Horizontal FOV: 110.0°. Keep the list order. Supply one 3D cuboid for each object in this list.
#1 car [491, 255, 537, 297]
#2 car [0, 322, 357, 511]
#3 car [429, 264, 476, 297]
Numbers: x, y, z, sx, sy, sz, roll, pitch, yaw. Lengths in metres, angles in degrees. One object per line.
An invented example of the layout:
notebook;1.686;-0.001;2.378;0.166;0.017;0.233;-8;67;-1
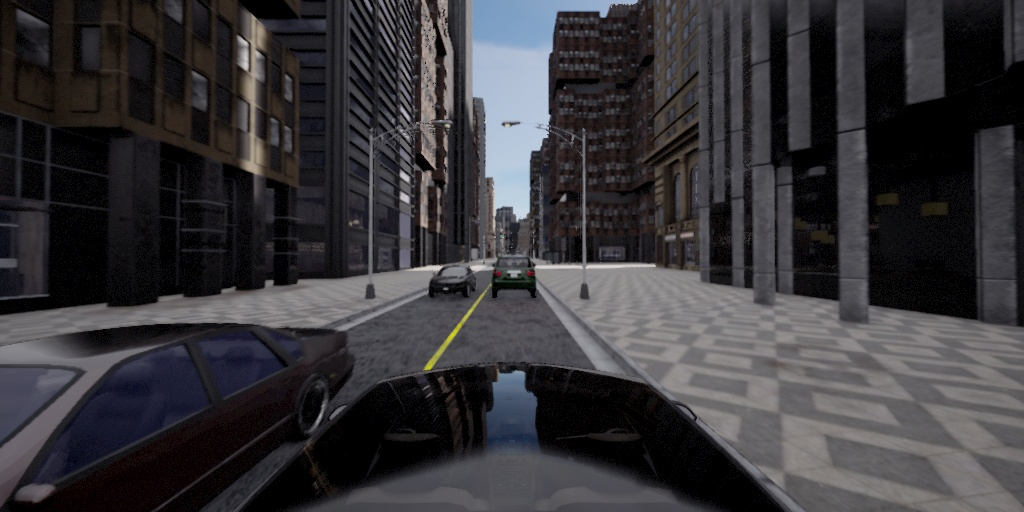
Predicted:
car;0.096;0.971;18.959;2.150;2.045;5.566;0;0;0
car;-3.070;1.298;2.624;2.033;1.411;5.357;0;0;0
car;-3.007;1.227;18.878;1.882;1.535;5.008;0;0;0
